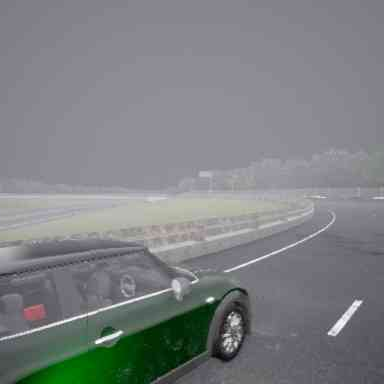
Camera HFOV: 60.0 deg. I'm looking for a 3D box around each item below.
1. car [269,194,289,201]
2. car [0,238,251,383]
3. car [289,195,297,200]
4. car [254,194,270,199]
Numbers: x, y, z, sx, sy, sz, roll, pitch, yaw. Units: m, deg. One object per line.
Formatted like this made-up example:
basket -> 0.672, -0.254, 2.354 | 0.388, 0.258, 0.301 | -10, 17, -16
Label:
car -> 21.859, 1.548, 83.523 | 1.994, 1.385, 4.181 | 0, 0, -9
car -> -1.149, 1.351, 3.996 | 2.097, 1.767, 4.553 | 0, 0, 40
car -> 25.186, 1.548, 85.001 | 1.994, 1.385, 4.181 | 0, 0, -9
car -> 20.070, 1.468, 93.262 | 1.882, 1.535, 5.008 | 0, 0, -15
